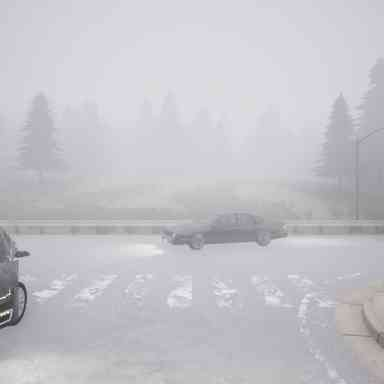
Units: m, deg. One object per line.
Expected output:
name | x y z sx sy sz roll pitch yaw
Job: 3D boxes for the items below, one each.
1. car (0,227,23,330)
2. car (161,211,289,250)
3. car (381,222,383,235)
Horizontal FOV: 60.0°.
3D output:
car | -4.457 1.505 6.571 1.837 1.490 4.892 0 0 -28
car | 1.460 1.547 14.211 5.357 1.411 2.033 0 0 -20
car | 11.239 1.492 15.089 4.902 1.511 2.128 0 0 0
